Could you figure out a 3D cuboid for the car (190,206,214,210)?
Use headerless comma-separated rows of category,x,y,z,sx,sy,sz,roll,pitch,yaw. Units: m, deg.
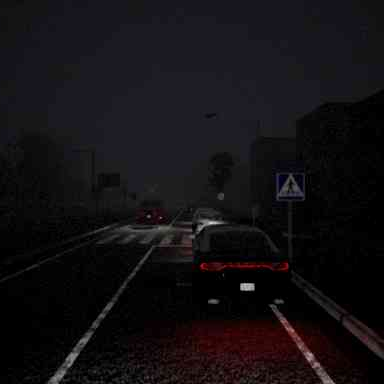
car,0.931,1.716,18.244,1.812,1.442,4.674,0,-1,0

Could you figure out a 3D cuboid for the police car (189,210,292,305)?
police car,0.951,1.464,8.343,1.930,1.638,5.238,0,-1,0

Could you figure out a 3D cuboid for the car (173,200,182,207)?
car,-3.335,3.118,87.549,1.882,1.535,5.008,0,-1,0

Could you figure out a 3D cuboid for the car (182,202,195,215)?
car,-0.045,2.328,45.468,1.994,1.385,4.181,0,-1,0

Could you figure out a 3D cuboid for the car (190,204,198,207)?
car,0.923,1.843,24.248,1.812,1.442,4.674,0,-1,0

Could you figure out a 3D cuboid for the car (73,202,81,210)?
car,-22.019,2.435,56.040,4.892,1.521,2.231,0,-1,0

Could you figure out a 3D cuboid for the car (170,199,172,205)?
car,-8.930,3.248,93.700,4.892,1.521,2.231,0,-1,0

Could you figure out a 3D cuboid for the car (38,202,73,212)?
car,-22.022,2.405,52.764,4.674,1.452,2.002,0,-1,0

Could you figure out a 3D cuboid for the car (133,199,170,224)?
car,-3.395,1.634,28.778,2.150,2.045,5.566,0,-1,0

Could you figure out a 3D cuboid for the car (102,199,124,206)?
car,-22.011,3.179,90.939,5.008,1.535,2.097,0,-1,0

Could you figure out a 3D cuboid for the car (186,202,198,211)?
car,-0.071,2.593,58.983,2.033,1.411,5.357,0,-1,0

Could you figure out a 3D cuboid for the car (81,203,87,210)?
car,-22.030,2.503,59.312,5.008,1.535,2.097,0,-1,0
